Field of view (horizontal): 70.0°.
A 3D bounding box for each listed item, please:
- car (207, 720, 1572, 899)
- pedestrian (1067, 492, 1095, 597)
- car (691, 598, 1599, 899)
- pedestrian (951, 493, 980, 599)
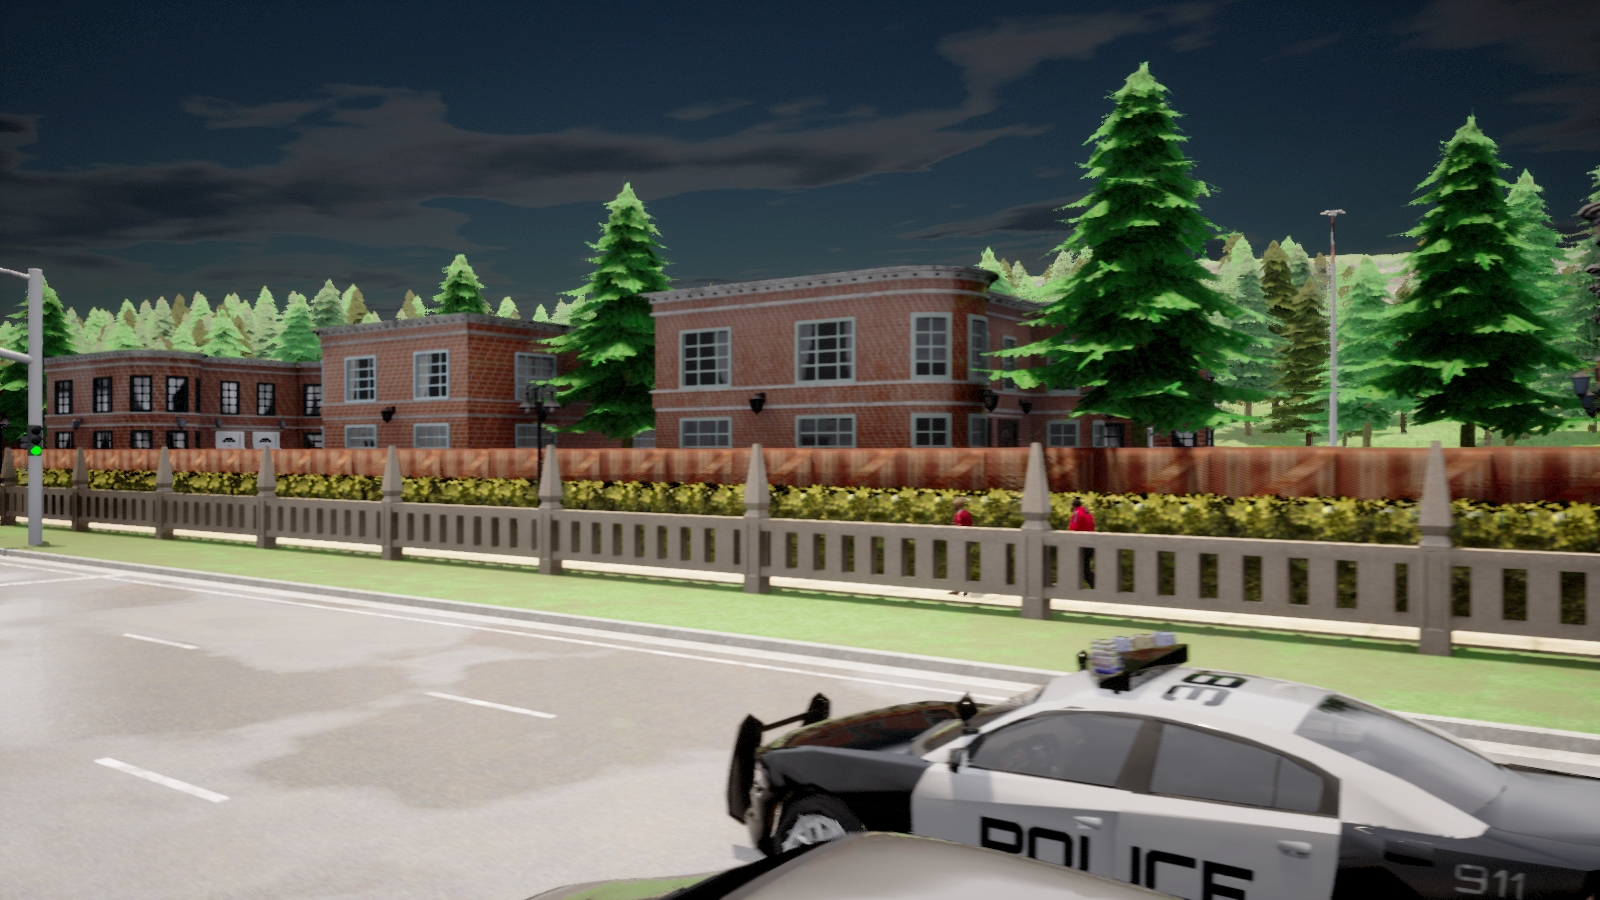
[{"bbox_3d":[0.092,2.067,3.731,4.193,1.474,1.816,0,0,34],"label":"car"},{"bbox_3d":[5.096,1.704,20.712,0.375,1.860,0.375,0,0,36],"label":"pedestrian"},{"bbox_3d":[2.055,1.983,6.619,5.238,1.638,2.097,0,0,35],"label":"car"},{"bbox_3d":[2.958,1.705,20.414,0.375,1.860,0.375,0,0,35],"label":"pedestrian"}]
